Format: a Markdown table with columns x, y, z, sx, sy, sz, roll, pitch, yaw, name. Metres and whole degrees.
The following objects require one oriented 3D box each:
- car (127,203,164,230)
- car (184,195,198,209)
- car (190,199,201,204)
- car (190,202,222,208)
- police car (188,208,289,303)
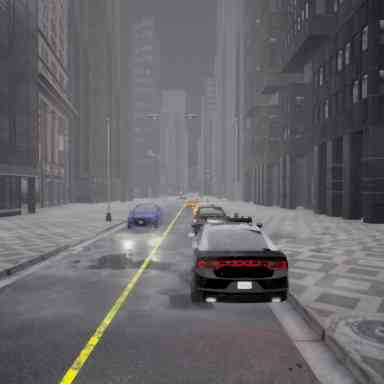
| x | y | z | sx | sy | sz | roll | pitch | yaw | name |
| --- | --- | --- | --- | --- | --- | --- | --- | --- | --- |
| -2.921 | 1.490 | 21.624 | 1.882 | 1.535 | 5.008 | 0 | 0 | 0 | car |
| 0.199 | 1.529 | 47.048 | 1.882 | 1.535 | 5.008 | 0 | 0 | 1 | car |
| 0.989 | 1.494 | 24.281 | 1.882 | 1.535 | 5.008 | 0 | 0 | 0 | car |
| 0.966 | 1.514 | 18.280 | 1.837 | 1.490 | 4.892 | 0 | 0 | 0 | car |
| 0.929 | 1.426 | 8.389 | 1.930 | 1.638 | 5.238 | 0 | 0 | 0 | police car |
